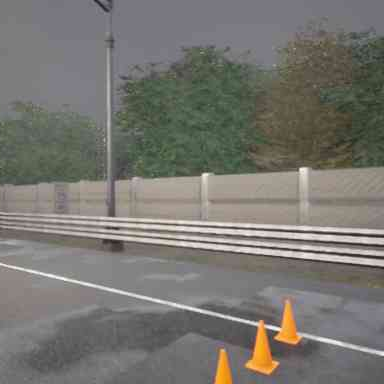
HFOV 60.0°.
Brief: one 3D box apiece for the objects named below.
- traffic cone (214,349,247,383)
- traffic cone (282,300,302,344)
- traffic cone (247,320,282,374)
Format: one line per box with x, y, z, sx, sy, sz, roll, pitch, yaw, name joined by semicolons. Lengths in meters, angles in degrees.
0.331;1.979;3.551;0.340;0.580;0.340;-1;-1;36;traffic cone
1.494;1.980;5.178;0.340;0.580;0.340;-1;-1;36;traffic cone
0.913;1.980;4.364;0.340;0.580;0.340;-1;-1;36;traffic cone
